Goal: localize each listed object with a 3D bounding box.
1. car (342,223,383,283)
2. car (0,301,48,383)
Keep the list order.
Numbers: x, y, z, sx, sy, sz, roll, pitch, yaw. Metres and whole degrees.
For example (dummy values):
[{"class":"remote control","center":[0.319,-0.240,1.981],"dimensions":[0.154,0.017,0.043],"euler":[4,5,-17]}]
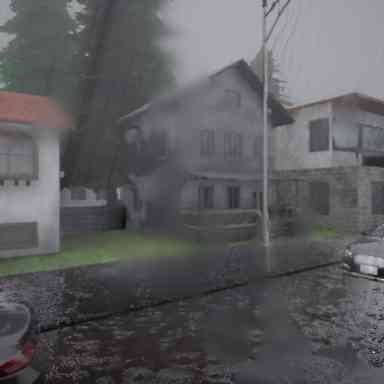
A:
[{"class":"car","center":[5.936,1.460,8.843],"dimensions":[4.902,1.511,2.128],"euler":[0,0,-36]},{"class":"car","center":[-3.462,1.532,2.111],"dimensions":[4.674,1.442,1.812],"euler":[0,0,-36]}]
